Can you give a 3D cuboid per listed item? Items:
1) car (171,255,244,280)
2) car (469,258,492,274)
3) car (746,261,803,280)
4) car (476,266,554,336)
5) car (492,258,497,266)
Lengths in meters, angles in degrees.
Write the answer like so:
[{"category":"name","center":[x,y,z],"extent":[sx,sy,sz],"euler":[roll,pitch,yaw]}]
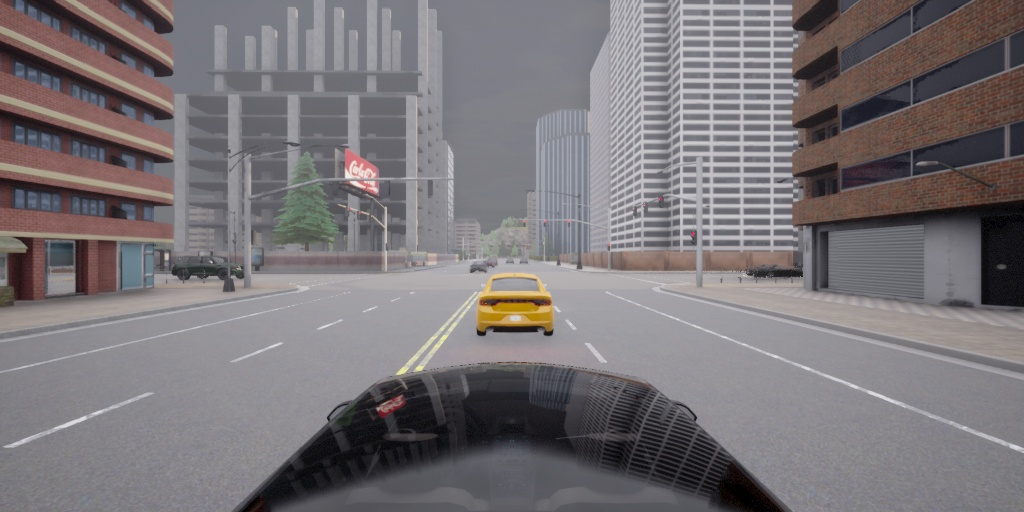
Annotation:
[{"category":"car","center":[-25.310,0.972,30.256],"extent":[5.566,2.045,2.150],"euler":[0,0,-1]},{"category":"car","center":[-3.817,1.297,41.621],"extent":[2.033,1.411,5.357],"euler":[0,0,0]},{"category":"car","center":[22.973,1.350,30.782],"extent":[4.718,1.301,1.895],"euler":[0,0,-1]},{"category":"car","center":[0.063,1.227,10.429],"extent":[1.882,1.535,5.008],"euler":[0,0,0]},{"category":"car","center":[-3.902,1.350,59.746],"extent":[1.895,1.301,4.718],"euler":[0,0,0]}]
